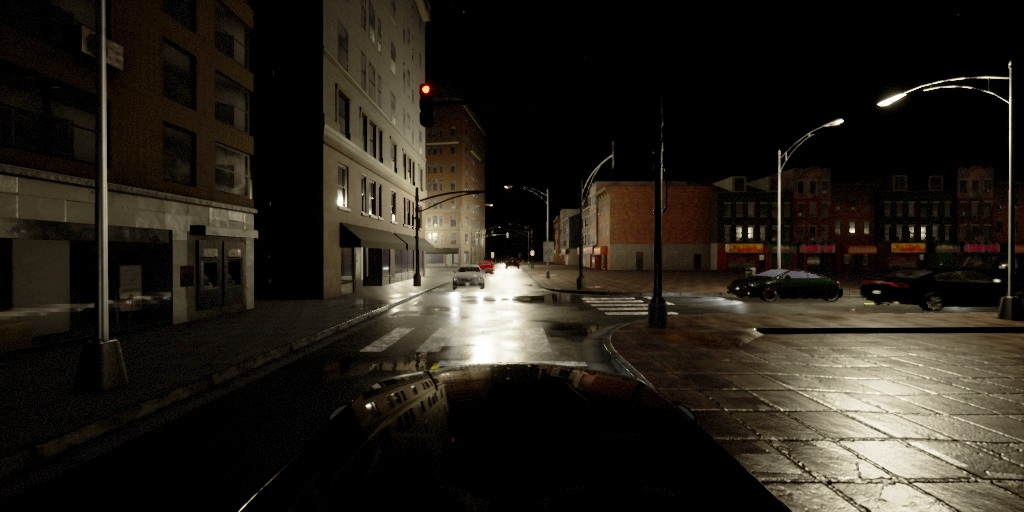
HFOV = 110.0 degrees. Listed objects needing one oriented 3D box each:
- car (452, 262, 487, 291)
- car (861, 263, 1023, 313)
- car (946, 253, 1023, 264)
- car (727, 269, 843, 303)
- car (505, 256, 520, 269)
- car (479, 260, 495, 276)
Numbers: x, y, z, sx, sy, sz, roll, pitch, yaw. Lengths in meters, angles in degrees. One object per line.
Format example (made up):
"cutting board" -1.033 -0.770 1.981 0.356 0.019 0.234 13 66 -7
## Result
"car" -2.629 1.277 22.242 1.812 1.442 4.674 0 0 -4
"car" 15.887 1.168 13.157 5.008 1.535 1.882 0 0 1
"car" 21.320 0.884 16.038 5.566 2.045 2.150 0 0 0
"car" 12.042 1.261 15.988 4.181 1.385 1.994 0 0 0
"car" 0.075 0.990 57.746 2.150 2.045 5.566 0 0 0
"car" -2.847 1.232 37.670 1.882 1.535 5.008 0 0 0
